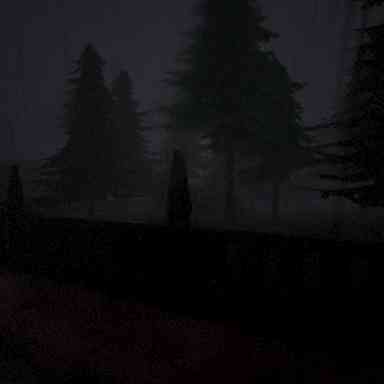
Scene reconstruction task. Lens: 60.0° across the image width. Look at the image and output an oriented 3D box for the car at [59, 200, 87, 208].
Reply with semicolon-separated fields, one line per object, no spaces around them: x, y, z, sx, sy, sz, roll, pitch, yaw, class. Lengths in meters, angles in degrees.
-16.953;1.600;46.389;1.837;1.490;4.892;0;0;36;car
